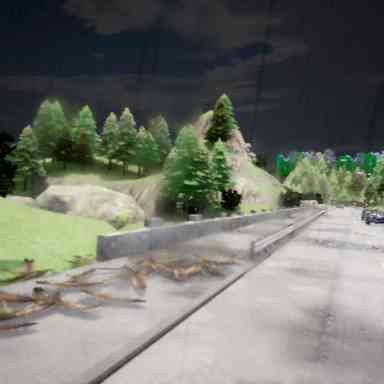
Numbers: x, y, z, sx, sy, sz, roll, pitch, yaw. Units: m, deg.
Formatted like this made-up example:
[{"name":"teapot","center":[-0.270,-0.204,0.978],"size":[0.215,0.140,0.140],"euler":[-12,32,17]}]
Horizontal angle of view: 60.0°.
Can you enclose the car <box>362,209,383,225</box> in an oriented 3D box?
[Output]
[{"name":"car","center":[19.933,2.649,35.776],"size":[2.097,1.767,4.553],"euler":[3,0,25]}]
